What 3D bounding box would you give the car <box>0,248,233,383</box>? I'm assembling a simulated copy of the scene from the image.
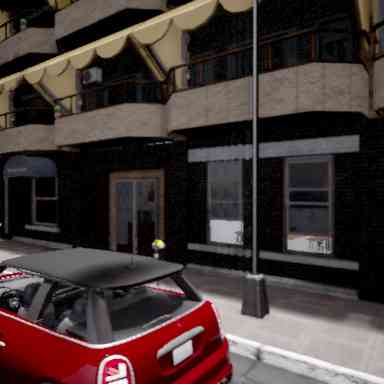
[{"bbox_3d":[-1.660,1.430,4.061,4.097,1.590,1.967,0,0,36],"label":"car"}]
